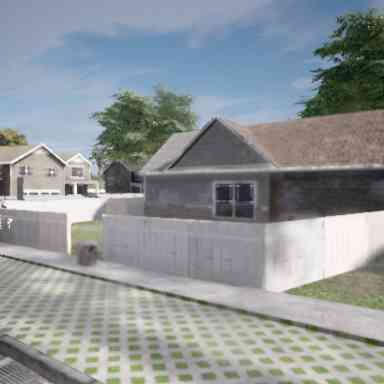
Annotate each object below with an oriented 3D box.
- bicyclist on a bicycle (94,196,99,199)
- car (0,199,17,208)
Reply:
[{"bbox_3d":[-7.961,1.131,27.916,1.656,1.620,0.582,0,0,34],"label":"bicyclist on a bicycle"},{"bbox_3d":[-15.623,1.325,27.027,2.128,1.511,4.902,0,1,34],"label":"car"}]
